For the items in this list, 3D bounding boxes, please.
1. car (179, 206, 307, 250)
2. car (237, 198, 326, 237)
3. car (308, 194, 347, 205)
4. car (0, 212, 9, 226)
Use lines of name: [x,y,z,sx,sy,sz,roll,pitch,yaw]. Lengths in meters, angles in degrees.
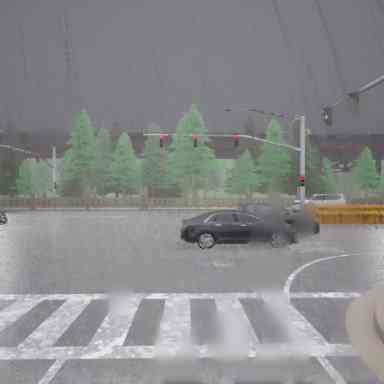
car: [1.919,1.505,13.837,4.892,1.490,1.837,0,0,-2]
car: [4.209,1.351,17.407,4.553,1.767,2.097,0,0,-2]
car: [13.548,1.221,35.398,5.566,2.045,2.150,0,0,-2]
car: [-13.915,1.507,20.362,4.892,1.490,1.837,-1,0,-2]
